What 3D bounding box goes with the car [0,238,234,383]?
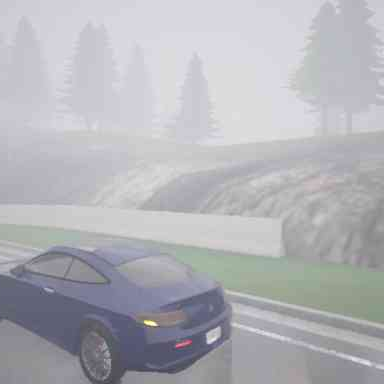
[{"bbox_3d":[-1.588,1.473,5.260,4.674,1.442,1.812,1,1,37],"label":"car"}]
